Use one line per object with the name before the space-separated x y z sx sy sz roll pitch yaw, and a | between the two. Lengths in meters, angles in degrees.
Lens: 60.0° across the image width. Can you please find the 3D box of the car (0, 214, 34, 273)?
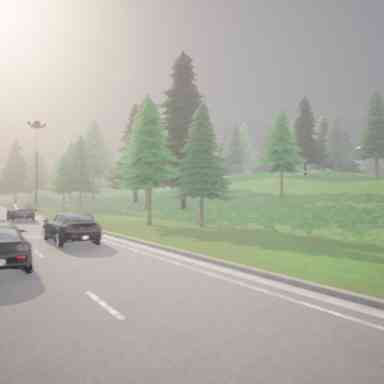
car | -6.178 1.638 10.309 1.812 1.442 4.674 1 -1 -35

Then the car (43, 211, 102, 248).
car | -5.849 1.690 16.017 1.837 1.490 4.892 1 -1 -35

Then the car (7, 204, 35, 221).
car | -15.357 1.821 29.816 2.128 1.511 4.902 1 -1 -35
